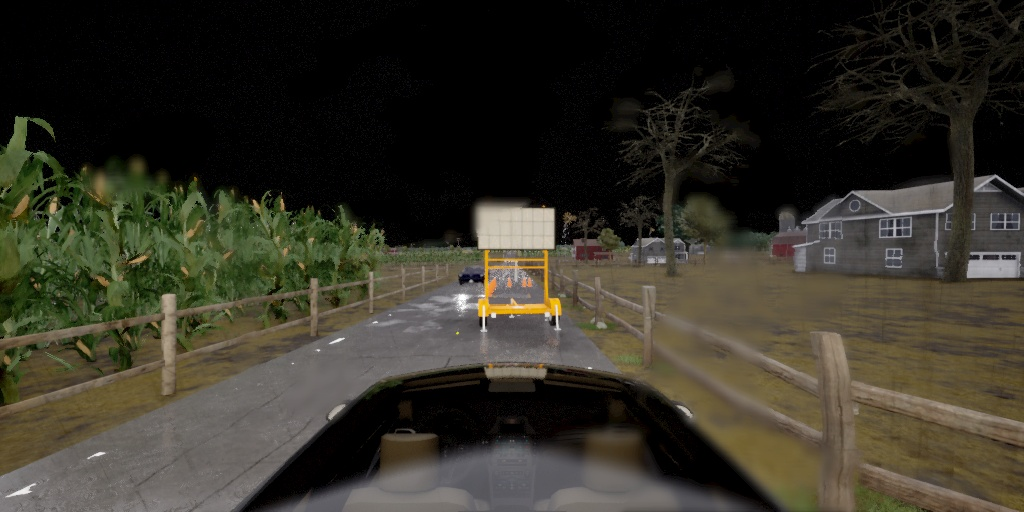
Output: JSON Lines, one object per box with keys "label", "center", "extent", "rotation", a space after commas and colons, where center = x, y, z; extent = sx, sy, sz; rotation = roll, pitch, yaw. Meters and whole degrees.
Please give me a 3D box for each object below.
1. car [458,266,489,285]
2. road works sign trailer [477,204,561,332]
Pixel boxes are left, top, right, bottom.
{"label": "car", "center": [-2.747, 1.403, 26.387], "extent": [1.895, 1.301, 4.718], "rotation": [0, 0, 0]}
{"label": "road works sign trailer", "center": [0.121, 0.227, 11.037], "extent": [2.380, 3.560, 2.880], "rotation": [0, 0, -5]}
